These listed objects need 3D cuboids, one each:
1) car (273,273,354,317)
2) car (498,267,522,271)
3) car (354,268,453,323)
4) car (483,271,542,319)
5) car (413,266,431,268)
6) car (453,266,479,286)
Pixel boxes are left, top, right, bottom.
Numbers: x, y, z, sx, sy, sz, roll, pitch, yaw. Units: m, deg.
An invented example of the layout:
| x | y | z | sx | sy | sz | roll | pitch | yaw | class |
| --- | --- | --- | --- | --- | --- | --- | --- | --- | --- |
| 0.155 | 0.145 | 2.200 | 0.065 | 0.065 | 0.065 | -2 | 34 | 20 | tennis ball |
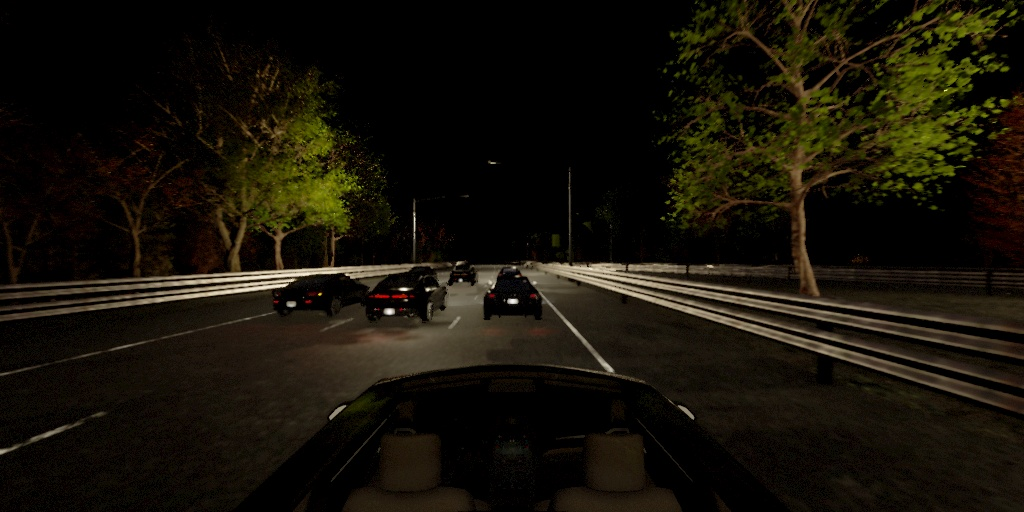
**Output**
| x | y | z | sx | sy | sz | roll | pitch | yaw | class |
| --- | --- | --- | --- | --- | --- | --- | --- | --- | --- |
| -6.980 | 1.374 | 13.636 | 1.812 | 1.442 | 4.674 | 0 | 0 | 0 | car |
| -0.173 | 1.535 | 28.338 | 1.994 | 1.385 | 4.181 | 0 | -1 | -1 | car |
| -3.477 | 1.343 | 12.587 | 1.837 | 1.490 | 4.892 | 0 | 0 | 0 | car |
| 0.019 | 1.405 | 13.219 | 1.994 | 1.385 | 4.181 | 0 | 0 | 0 | car |
| -7.177 | 1.503 | 28.660 | 1.812 | 1.442 | 4.674 | 0 | -1 | -1 | car |
| -3.666 | 1.474 | 27.754 | 1.837 | 1.490 | 4.892 | 0 | 0 | -1 | car |
